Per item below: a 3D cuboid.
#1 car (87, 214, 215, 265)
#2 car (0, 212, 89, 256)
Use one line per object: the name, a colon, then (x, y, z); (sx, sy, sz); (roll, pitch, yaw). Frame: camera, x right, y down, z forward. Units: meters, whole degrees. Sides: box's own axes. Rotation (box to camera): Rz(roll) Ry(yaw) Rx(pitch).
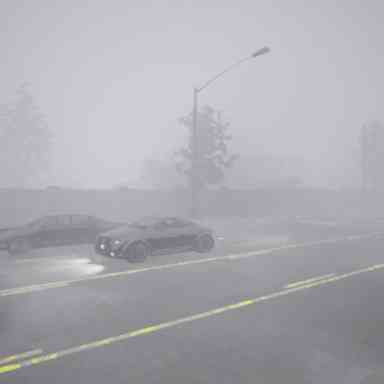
car: (-1.209, 1.536, 11.729); (4.181, 1.385, 1.994); (0, 0, -35)
car: (-5.152, 1.533, 13.214); (5.357, 1.411, 2.033); (0, 0, -35)
